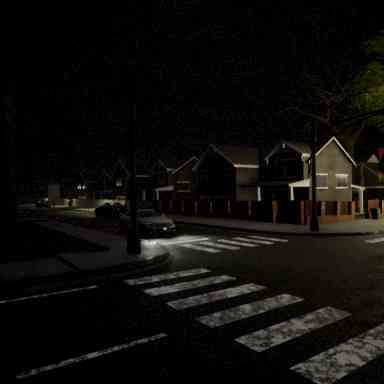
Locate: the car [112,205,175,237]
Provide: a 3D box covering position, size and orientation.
[{"bbox_3d":[-2.805,1.718,19.735,1.812,1.442,4.674,-1,0,-35],"label":"car"}]

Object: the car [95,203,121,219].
[{"bbox_3d":[-7.902,1.779,32.174,2.128,1.511,4.902,-1,0,-35],"label":"car"}]

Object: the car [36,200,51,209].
[{"bbox_3d":[-26.072,2.156,58.373,2.128,1.511,4.902,-1,0,-35],"label":"car"}]
